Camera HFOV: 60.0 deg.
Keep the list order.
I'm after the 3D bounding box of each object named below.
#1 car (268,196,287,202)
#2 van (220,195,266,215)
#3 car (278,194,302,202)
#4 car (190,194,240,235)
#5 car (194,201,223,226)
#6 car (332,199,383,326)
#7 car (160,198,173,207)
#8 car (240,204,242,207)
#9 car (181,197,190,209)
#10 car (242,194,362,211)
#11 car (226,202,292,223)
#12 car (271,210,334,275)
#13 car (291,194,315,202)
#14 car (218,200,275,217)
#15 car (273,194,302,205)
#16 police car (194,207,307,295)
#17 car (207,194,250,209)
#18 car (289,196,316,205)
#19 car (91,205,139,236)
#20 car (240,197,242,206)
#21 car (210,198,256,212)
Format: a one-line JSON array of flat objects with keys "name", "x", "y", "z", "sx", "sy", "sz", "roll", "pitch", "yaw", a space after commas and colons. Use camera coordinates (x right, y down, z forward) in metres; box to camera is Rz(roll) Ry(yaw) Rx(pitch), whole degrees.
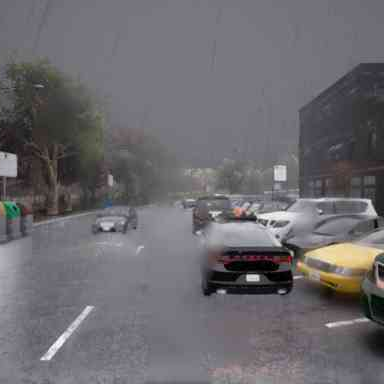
[{"name": "car", "x": 20.593, "y": 1.719, "z": 80.285, "sx": 2.163, "sy": 1.488, "sz": 4.792, "roll": 0, "pitch": -1, "yaw": -22}, {"name": "van", "x": 5.344, "y": 1.323, "z": 35.168, "sx": 4.442, "sy": 1.987, "sz": 1.878, "roll": 1, "pitch": 0, "yaw": -20}, {"name": "car", "x": 23.616, "y": 1.440, "z": 80.383, "sx": 2.435, "sy": 2.045, "sz": 5.566, "roll": 0, "pitch": -1, "yaw": -22}, {"name": "car", "x": 1.119, "y": 1.245, "z": 18.813, "sx": 2.150, "sy": 2.045, "sz": 5.566, "roll": 0, "pitch": 0, "yaw": 0}, {"name": "car", "x": 1.101, "y": 1.512, "z": 24.783, "sx": 1.882, "sy": 1.535, "sz": 5.008, "roll": 0, "pitch": 0, "yaw": 0}, {"name": "car", "x": 5.299, "y": 1.236, "z": 5.070, "sx": 5.566, "sy": 2.045, "sz": 2.435, "roll": 1, "pitch": 0, "yaw": -20}, {"name": "car", "x": -4.179, "y": 1.719, "z": 54.833, "sx": 1.895, "sy": 1.301, "sz": 4.718, "roll": 0, "pitch": 0, "yaw": 1}, {"name": "car", "x": 5.261, "y": 1.532, "z": 17.086, "sx": 4.792, "sy": 1.488, "sz": 2.163, "roll": 1, "pitch": 0, "yaw": -20}, {"name": "car", "x": -0.203, "y": 1.619, "z": 46.323, "sx": 1.812, "sy": 1.442, "sz": 4.674, "roll": 0, "pitch": 0, "yaw": 0}, {"name": "car", "x": 5.269, "y": 1.246, "z": 14.087, "sx": 5.566, "sy": 2.045, "sz": 2.435, "roll": 1, "pitch": 0, "yaw": -20}, {"name": "car", "x": 5.266, "y": 1.562, "z": 26.110, "sx": 4.674, "sy": 1.452, "sz": 2.002, "roll": 1, "pitch": 0, "yaw": -20}, {"name": "car", "x": 5.269, "y": 1.523, "z": 11.085, "sx": 4.792, "sy": 1.488, "sz": 2.163, "roll": 1, "pitch": 0, "yaw": -20}, {"name": "car", "x": 26.676, "y": 1.441, "z": 80.434, "sx": 2.435, "sy": 2.045, "sz": 5.566, "roll": 1, "pitch": -1, "yaw": -22}, {"name": "car", "x": 5.238, "y": 1.538, "z": 32.122, "sx": 5.008, "sy": 1.535, "sz": 2.097, "roll": 1, "pitch": 0, "yaw": -20}, {"name": "car", "x": 18.077, "y": 1.384, "z": 63.214, "sx": 2.435, "sy": 2.045, "sz": 5.566, "roll": 0, "pitch": 1, "yaw": -22}, {"name": "police car", "x": 1.145, "y": 1.431, "z": 8.892, "sx": 1.930, "sy": 1.638, "sz": 5.238, "roll": 0, "pitch": 0, "yaw": 0}, {"name": "car", "x": 5.187, "y": 1.330, "z": 47.160, "sx": 5.566, "sy": 2.045, "sz": 2.435, "roll": 1, "pitch": 0, "yaw": -20}, {"name": "car", "x": 20.991, "y": 1.666, "z": 63.342, "sx": 2.163, "sy": 1.488, "sz": 4.792, "roll": 0, "pitch": 1, "yaw": -22}, {"name": "car", "x": -4.164, "y": 1.511, "z": 18.581, "sx": 2.128, "sy": 1.511, "sz": 4.902, "roll": 0, "pitch": 0, "yaw": -1}, {"name": "car", "x": 5.248, "y": 1.382, "z": 20.101, "sx": 4.553, "sy": 1.767, "sz": 2.185, "roll": 1, "pitch": 0, "yaw": -20}, {"name": "car", "x": 5.027, "y": 1.558, "z": 41.065, "sx": 5.366, "sy": 1.575, "sz": 1.946, "roll": 1, "pitch": 0, "yaw": -20}]
